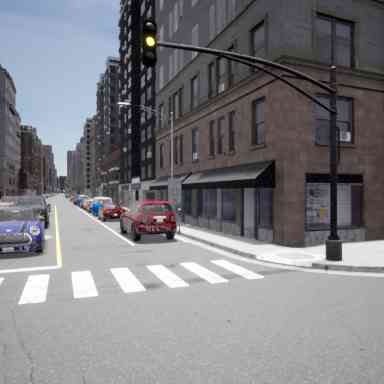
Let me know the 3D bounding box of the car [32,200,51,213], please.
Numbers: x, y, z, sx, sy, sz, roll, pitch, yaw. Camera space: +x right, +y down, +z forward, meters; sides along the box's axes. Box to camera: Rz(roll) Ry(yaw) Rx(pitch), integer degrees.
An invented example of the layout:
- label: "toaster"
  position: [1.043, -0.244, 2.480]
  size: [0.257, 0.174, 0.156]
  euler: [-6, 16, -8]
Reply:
- label: "car"
  position: [-17.834, 1.674, 39.580]
  size: [1.895, 1.301, 4.718]
  euler: [0, 0, -22]

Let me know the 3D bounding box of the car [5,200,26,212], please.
- label: "car"
  position: [-21.030, 1.656, 39.834]
  size: [1.802, 1.307, 4.206]
  euler: [0, 0, -22]

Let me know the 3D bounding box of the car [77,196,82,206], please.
- label: "car"
  position: [-15.306, 1.661, 48.303]
  size: [1.802, 1.307, 4.206]
  euler: [0, 0, -22]

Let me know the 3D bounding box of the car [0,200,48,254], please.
- label: "car"
  position: [-7.129, 1.391, 13.446]
  size: [2.097, 1.767, 4.553]
  euler: [0, 0, -22]

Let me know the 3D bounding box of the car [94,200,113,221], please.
- label: "car"
  position: [-6.658, 1.600, 27.393]
  size: [1.887, 1.381, 4.507]
  euler: [0, 0, -22]

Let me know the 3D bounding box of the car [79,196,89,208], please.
- label: "car"
  position: [-13.209, 1.600, 43.232]
  size: [1.752, 1.417, 4.829]
  euler: [0, 0, -22]

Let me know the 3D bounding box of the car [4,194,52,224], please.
- label: "car"
  position: [-10.785, 1.273, 22.269]
  size: [2.150, 2.045, 5.566]
  euler: [0, 0, -22]

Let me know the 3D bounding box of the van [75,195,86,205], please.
- label: "van"
  position: [-17.467, 1.425, 53.529]
  size: [1.690, 1.788, 3.998]
  euler: [0, 0, -22]

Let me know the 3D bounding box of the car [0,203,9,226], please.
- label: "car"
  position: [-14.481, 1.581, 24.000]
  size: [1.752, 1.417, 4.829]
  euler: [0, 0, -22]

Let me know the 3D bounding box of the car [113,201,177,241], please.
- label: "car"
  position: [-2.334, 1.356, 16.940]
  size: [2.192, 1.841, 5.009]
  euler: [0, 0, -22]

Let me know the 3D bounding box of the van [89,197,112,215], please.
- label: "van"
  position: [-8.820, 1.403, 32.621]
  size: [1.690, 1.788, 3.998]
  euler: [0, 0, -22]

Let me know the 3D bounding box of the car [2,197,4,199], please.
- label: "car"
  position: [-18.868, 1.383, 34.609]
  size: [2.192, 1.841, 5.009]
  euler: [0, 0, -22]

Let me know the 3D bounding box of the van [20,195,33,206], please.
- label: "van"
  position: [-27.513, 1.430, 55.512]
  size: [1.690, 1.788, 3.998]
  euler: [0, 0, -22]

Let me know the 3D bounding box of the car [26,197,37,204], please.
- label: "car"
  position: [-31.837, 1.683, 65.962]
  size: [1.802, 1.307, 4.206]
  euler: [0, 0, -22]

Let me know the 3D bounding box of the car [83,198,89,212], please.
- label: "car"
  position: [-10.982, 1.650, 37.847]
  size: [1.802, 1.307, 4.206]
  euler: [0, 0, -22]

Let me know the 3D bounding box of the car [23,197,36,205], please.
- label: "car"
  position: [-29.675, 1.638, 60.737]
  size: [1.887, 1.381, 4.507]
  euler: [0, 0, -22]

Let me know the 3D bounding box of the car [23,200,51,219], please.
- label: "car"
  position: [-14.511, 1.555, 31.412]
  size: [2.128, 1.511, 4.902]
  euler: [0, 0, -22]

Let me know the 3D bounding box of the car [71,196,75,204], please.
- label: "car"
  position: [-19.629, 1.404, 58.757]
  size: [2.192, 1.841, 5.009]
  euler: [0, 0, -22]

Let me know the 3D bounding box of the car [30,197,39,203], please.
- label: "car"
  position: [-36.159, 1.717, 76.409]
  size: [1.802, 1.307, 4.206]
  euler: [0, 0, -22]

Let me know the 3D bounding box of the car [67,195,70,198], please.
- label: "car"
  position: [-28.278, 1.575, 79.660]
  size: [1.967, 1.590, 4.097]
  euler: [0, 0, -22]
